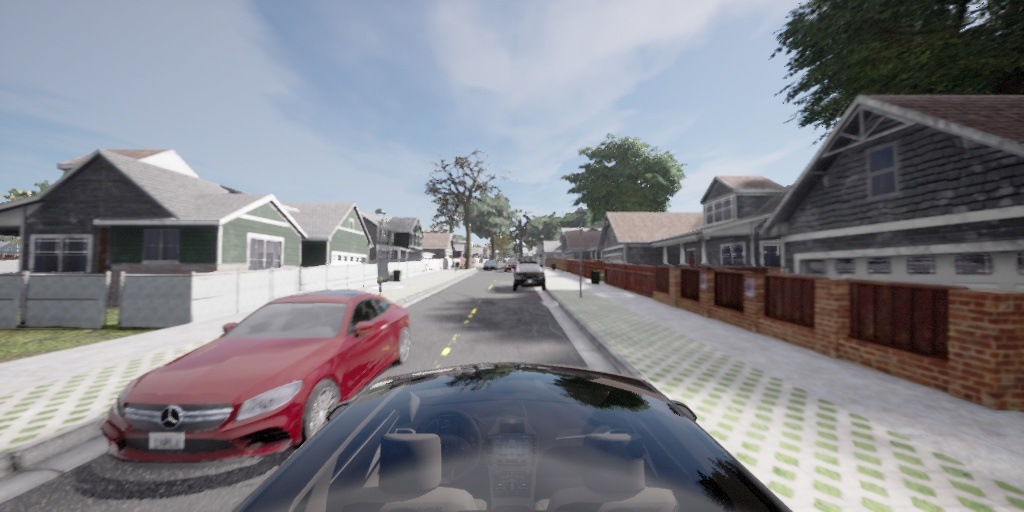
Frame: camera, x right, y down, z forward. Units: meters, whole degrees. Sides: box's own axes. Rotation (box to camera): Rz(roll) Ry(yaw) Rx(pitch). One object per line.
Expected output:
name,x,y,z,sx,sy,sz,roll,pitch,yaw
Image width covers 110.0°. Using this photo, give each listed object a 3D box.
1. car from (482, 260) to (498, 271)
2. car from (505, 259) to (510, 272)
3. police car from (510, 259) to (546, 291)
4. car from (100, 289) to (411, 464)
car,-2.802,1.243,47.434,2.033,1.411,5.357,0,0,0
car,0.064,1.296,44.579,1.895,1.301,4.718,0,0,1
police car,0.973,1.154,21.875,1.930,1.638,5.238,0,0,0
car,-2.859,1.274,5.303,1.812,1.442,4.674,0,0,0
